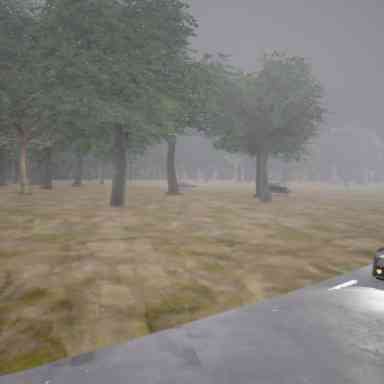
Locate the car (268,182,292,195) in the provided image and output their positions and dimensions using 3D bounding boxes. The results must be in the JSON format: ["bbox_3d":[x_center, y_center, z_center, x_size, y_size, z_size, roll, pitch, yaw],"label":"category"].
[{"bbox_3d":[14.707,-0.664,58.500,5.566,2.045,2.150,4,2,38],"label":"car"}]

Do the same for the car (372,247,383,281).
[{"bbox_3d":[6.427,1.588,8.758,4.181,1.385,1.994,0,0,-42],"label":"car"}]

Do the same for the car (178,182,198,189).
[{"bbox_3d":[-1.265,-1.448,71.164,5.357,1.411,2.033,4,2,39],"label":"car"}]
